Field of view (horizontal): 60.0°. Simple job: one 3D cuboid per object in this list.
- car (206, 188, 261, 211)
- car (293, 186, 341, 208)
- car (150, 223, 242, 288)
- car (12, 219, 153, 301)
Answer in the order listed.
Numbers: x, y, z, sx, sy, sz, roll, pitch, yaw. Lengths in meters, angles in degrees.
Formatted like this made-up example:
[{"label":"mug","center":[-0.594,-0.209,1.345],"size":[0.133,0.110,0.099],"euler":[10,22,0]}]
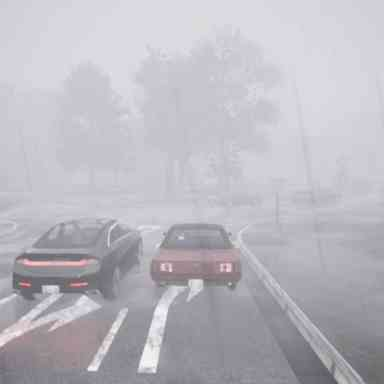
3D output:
[{"label":"car","center":[3.198,0.425,24.907],"size":[4.902,1.511,2.128],"euler":[-4,6,-41]},{"label":"car","center":[10.058,0.285,26.567],"size":[4.902,1.511,2.128],"euler":[-4,6,-38]},{"label":"car","center":[0.134,1.479,8.929],"size":[1.895,1.301,4.718],"euler":[0,2,1]},{"label":"car","center":[-2.399,1.392,8.123],"size":[2.128,1.511,4.902],"euler":[0,1,1]}]
